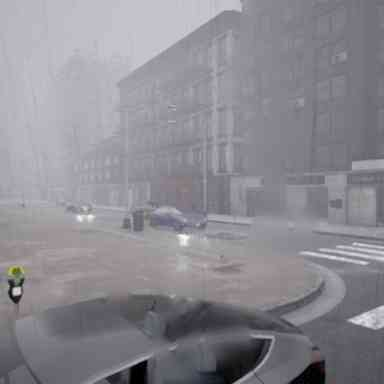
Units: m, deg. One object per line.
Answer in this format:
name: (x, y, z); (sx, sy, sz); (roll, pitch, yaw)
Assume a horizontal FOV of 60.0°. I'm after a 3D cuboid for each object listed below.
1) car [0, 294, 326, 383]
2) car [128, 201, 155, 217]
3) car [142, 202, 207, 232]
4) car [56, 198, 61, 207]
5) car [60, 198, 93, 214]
car: (-0.876, 1.566, 2.188); (4.313, 1.339, 1.947); (0, 0, -36)
car: (-4.137, 1.581, 30.061); (1.837, 1.490, 4.892); (0, 0, -36)
car: (-1.025, 1.580, 20.626); (1.812, 1.442, 4.674); (0, 0, -36)
car: (-20.038, 1.663, 52.311); (1.837, 1.490, 4.892); (0, 0, -36)
car: (-12.484, 1.603, 36.695); (2.128, 1.511, 4.902); (0, 0, -35)
